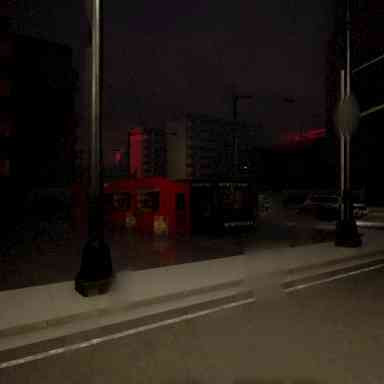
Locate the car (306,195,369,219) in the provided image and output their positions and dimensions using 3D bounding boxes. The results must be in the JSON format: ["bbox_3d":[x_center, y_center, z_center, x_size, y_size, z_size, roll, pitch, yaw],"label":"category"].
[{"bbox_3d":[12.811,1.330,29.948,2.150,2.045,5.566,0,0,-36],"label":"car"}]

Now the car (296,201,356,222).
[{"bbox_3d":[10.586,1.665,27.045,1.994,1.385,4.181,0,0,-36],"label":"car"}]
